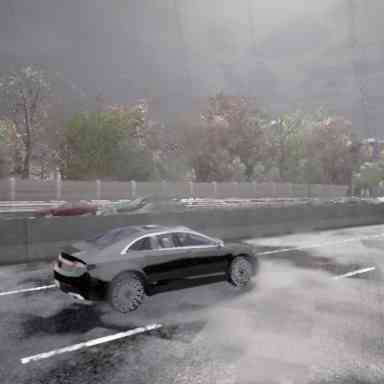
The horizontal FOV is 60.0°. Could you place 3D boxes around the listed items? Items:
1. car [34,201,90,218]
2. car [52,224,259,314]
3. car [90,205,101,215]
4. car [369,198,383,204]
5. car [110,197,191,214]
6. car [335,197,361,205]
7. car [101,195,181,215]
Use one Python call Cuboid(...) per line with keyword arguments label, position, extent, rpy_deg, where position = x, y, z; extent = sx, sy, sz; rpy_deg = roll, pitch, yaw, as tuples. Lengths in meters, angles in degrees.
Cuboid(label="car", position=(-10.024, 1.480, 26.918), extent=(5.008, 1.535, 1.882), rpy_deg=(0, 0, -36))
Cuboid(label="car", position=(-0.559, 1.492, 7.645), extent=(4.902, 1.511, 2.128), rpy_deg=(0, 0, -35))
Cuboid(label="car", position=(-5.024, 1.495, 26.198), extent=(4.902, 1.511, 2.128), rpy_deg=(0, 0, -35))
Cuboid(label="car", position=(28.843, 1.583, 50.268), extent=(5.357, 1.411, 2.033), rpy_deg=(0, 0, -35))
Cuboid(label="car", position=(-2.141, 1.355, 19.658), extent=(4.553, 1.767, 2.097), rpy_deg=(0, 0, -35))
Cuboid(label="car", position=(24.063, 1.536, 51.182), extent=(4.892, 1.490, 1.837), rpy_deg=(0, 0, -35))
Cuboid(label="car", position=(-3.101, 1.225, 23.271), extent=(5.566, 2.045, 2.150), rpy_deg=(0, 0, -35))
